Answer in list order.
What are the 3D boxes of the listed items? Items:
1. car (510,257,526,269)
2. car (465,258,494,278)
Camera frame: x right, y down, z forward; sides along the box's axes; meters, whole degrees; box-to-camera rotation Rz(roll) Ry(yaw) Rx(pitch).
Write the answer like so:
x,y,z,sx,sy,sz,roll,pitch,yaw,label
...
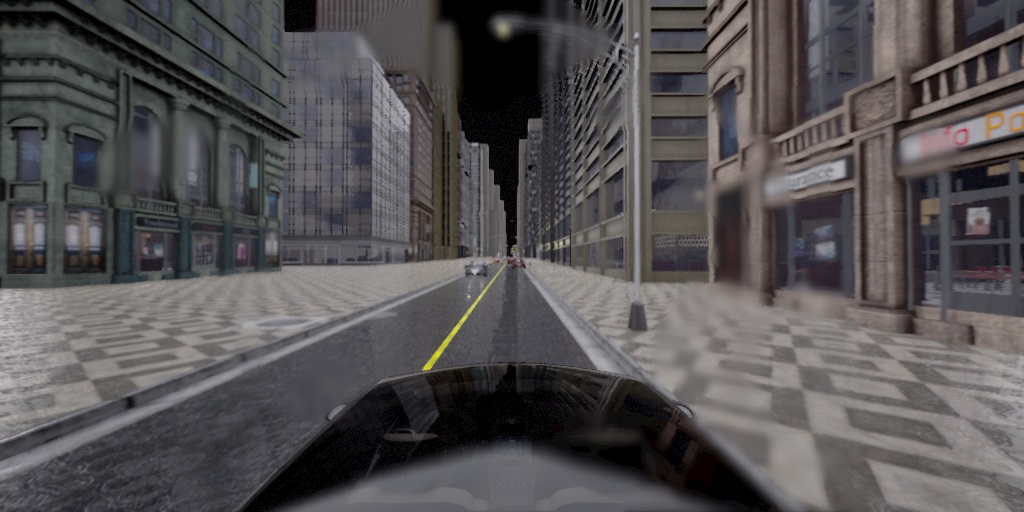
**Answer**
x,y,z,sx,sy,sz,roll,pitch,yaw,label
1.054,1.106,52.596,1.812,1.442,4.674,0,0,0,car
-3.091,1.131,32.350,2.128,1.511,4.902,0,0,0,car
